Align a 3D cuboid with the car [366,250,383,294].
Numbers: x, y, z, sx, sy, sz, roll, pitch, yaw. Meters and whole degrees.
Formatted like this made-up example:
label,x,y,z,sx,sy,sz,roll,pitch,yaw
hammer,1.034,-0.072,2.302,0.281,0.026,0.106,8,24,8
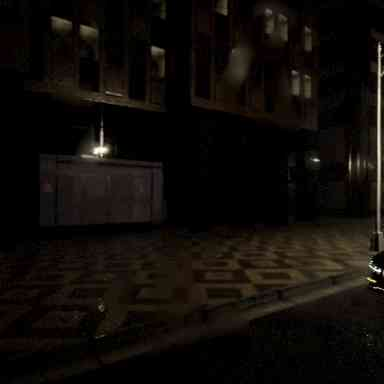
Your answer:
label,x,y,z,sx,sy,sz,roll,pitch,yaw
car,5.863,1.494,7.521,4.892,1.490,1.837,1,0,-35
